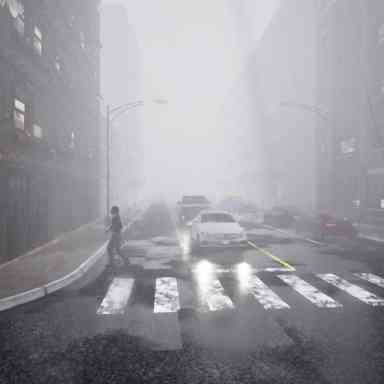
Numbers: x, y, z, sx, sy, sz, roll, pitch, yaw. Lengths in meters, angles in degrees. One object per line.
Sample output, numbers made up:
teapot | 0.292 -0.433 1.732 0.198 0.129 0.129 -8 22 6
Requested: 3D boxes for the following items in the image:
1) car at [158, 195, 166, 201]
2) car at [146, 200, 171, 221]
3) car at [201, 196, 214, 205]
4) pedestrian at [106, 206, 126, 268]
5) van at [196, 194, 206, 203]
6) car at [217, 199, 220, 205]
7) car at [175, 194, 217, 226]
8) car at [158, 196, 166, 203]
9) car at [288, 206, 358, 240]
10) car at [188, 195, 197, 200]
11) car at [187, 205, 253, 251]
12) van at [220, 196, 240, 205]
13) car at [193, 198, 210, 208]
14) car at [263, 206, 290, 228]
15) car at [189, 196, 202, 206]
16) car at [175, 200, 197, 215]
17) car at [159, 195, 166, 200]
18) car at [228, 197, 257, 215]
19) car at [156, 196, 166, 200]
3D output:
car | -7.819 1.579 87.482 1.947 1.339 4.313 0 0 -5
car | -2.704 1.560 26.940 1.947 1.339 4.313 0 0 -5
car | 2.843 1.527 60.825 1.752 1.417 4.829 0 0 -5
pedestrian | -2.230 1.290 9.778 0.375 1.860 0.375 0 1 -5
van | 1.926 1.347 71.664 1.690 1.788 3.998 -1 0 -5
car | 4.253 1.563 44.145 1.947 1.339 4.313 0 0 -5
car | 0.137 1.216 24.091 2.150 2.045 5.566 0 0 -5
car | -6.411 1.530 70.802 1.752 1.417 4.829 0 0 -5
car | 6.579 1.579 16.626 1.802 1.307 4.206 0 0 -5
car | 0.068 1.569 93.679 2.008 1.369 4.403 -1 0 -5
car | 0.984 1.522 14.238 1.812 1.442 4.674 0 0 -5
van | 4.717 1.338 38.641 1.690 1.788 3.998 0 0 -5
car | 1.343 1.598 47.923 1.895 1.301 4.718 0 0 -5
car | 6.114 1.562 22.130 1.947 1.339 4.313 0 0 -5
car | 0.509 1.505 57.708 1.837 1.490 4.892 0 0 -5
car | -0.690 1.559 34.095 1.994 1.385 4.181 0 0 -5
car | -8.284 1.561 92.986 1.887 1.381 4.507 0 0 -5
car | 5.183 1.541 33.137 1.887 1.381 4.507 0 0 -5
car | -4.099 1.541 43.452 1.887 1.381 4.507 0 0 -5
